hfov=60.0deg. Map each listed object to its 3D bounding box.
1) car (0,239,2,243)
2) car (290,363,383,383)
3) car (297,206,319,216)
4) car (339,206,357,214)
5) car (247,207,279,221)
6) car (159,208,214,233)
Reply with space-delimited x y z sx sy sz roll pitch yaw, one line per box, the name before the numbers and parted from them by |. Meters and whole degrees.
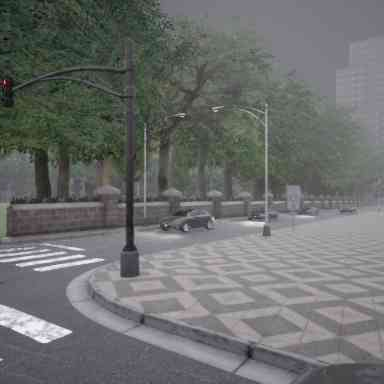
car | -9.936 1.642 11.885 5.357 1.411 2.033 2 -1 -38
car | 2.380 1.551 1.263 4.403 1.369 2.008 0 0 36
car | 16.022 2.566 45.917 1.994 1.385 4.181 0 -1 36
car | 25.180 2.845 53.470 1.895 1.301 4.718 0 -1 36
car | 7.212 2.244 33.598 1.994 1.385 4.181 0 -1 35
car | -0.266 1.915 23.033 1.837 1.490 4.892 0 -1 35
